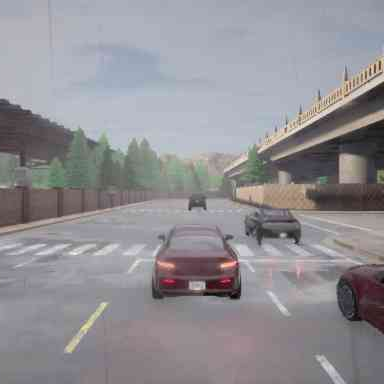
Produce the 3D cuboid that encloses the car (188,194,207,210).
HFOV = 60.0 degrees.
[{"bbox_3d":[0.699,1.221,42.168,2.150,2.045,5.566,0,0,1],"label":"car"}]

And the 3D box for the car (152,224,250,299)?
[{"bbox_3d":[0.093,1.526,8.314,1.812,1.442,4.674,0,0,0],"label":"car"}]

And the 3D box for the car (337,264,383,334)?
[{"bbox_3d":[3.595,1.526,4.258,1.812,1.442,4.674,0,0,0],"label":"car"}]

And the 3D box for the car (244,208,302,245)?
[{"bbox_3d":[3.636,1.491,15.606,2.128,1.511,4.902,0,0,1],"label":"car"}]
